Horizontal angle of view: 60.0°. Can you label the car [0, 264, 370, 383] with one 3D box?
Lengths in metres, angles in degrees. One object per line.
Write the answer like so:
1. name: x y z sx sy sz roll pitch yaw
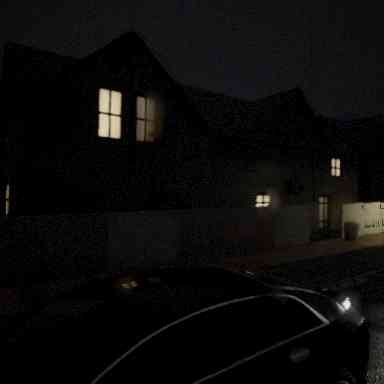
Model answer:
1. car: -0.398 1.507 2.785 4.892 1.490 1.837 0 0 -35
